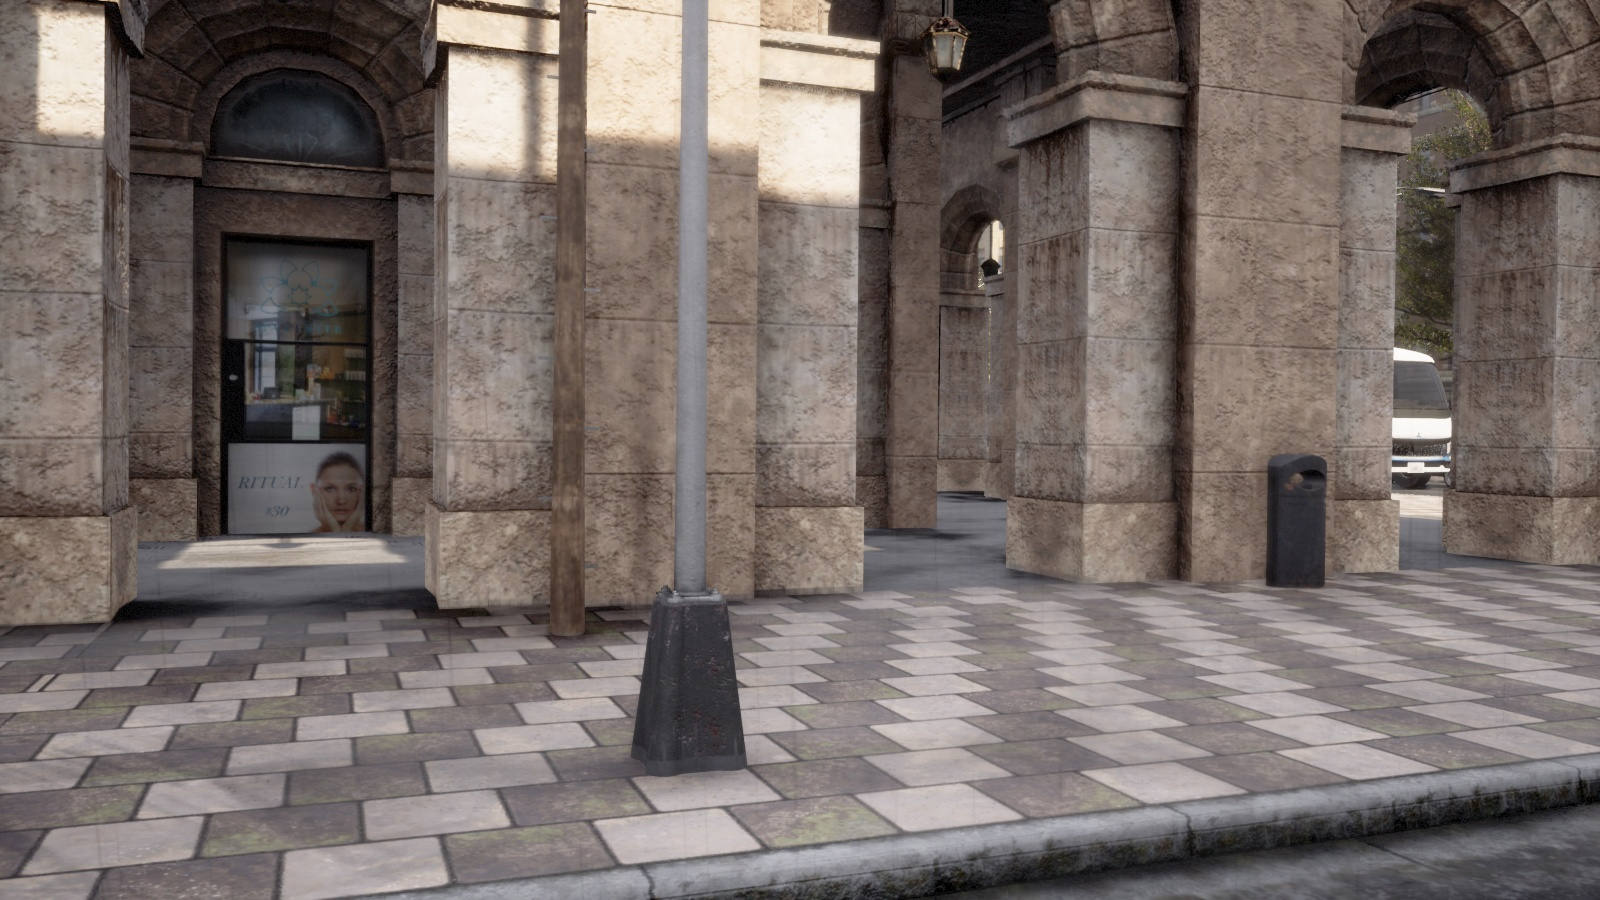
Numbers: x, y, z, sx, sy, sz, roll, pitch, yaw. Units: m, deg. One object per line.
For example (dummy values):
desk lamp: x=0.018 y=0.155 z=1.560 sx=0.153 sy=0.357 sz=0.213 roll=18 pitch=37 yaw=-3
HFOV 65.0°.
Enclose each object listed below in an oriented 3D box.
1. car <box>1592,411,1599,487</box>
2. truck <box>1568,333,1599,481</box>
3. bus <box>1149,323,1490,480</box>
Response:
car: x=20.346 y=-0.014 z=27.671 sx=2.097 sy=1.767 sz=4.553 roll=-1 pitch=1 yaw=-20
truck: x=23.223 y=-1.103 z=29.850 sx=2.891 sy=3.827 sz=8.468 roll=-1 pitch=1 yaw=-21
bus: x=15.800 y=-1.393 z=39.535 sx=3.944 sy=4.253 sz=10.273 roll=-1 pitch=1 yaw=-21
